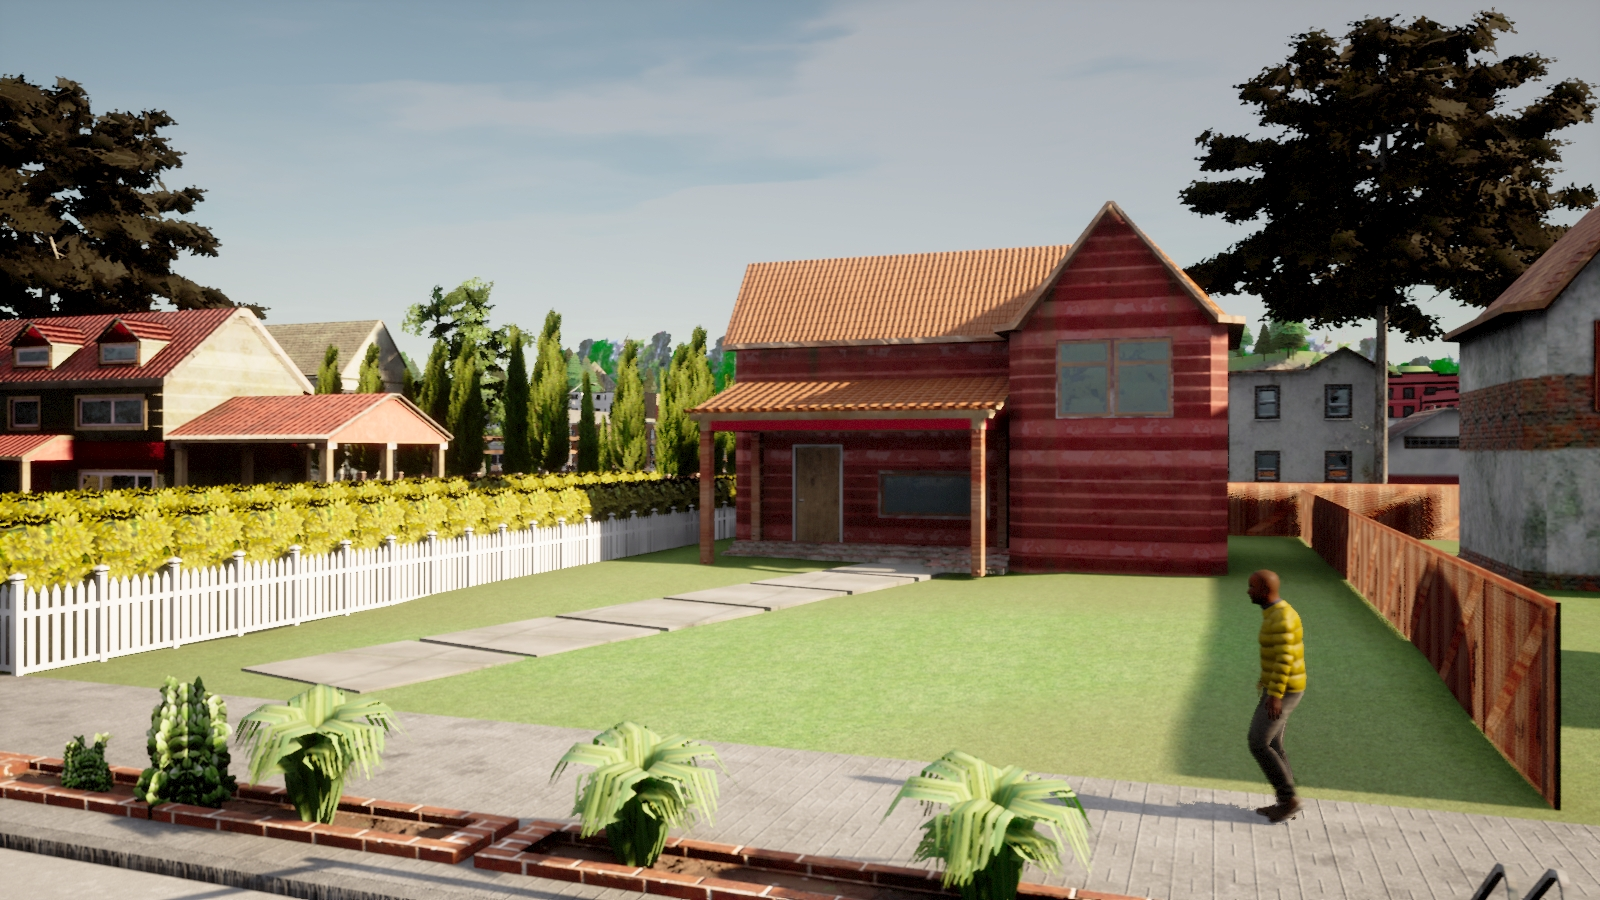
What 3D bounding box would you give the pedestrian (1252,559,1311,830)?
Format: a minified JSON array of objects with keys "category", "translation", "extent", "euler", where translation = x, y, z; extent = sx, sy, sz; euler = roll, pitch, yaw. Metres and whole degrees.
[{"category":"pedestrian","translation":[3.487,1.744,8.287],"extent":[0.375,1.860,0.375],"euler":[0,0,20]}]
